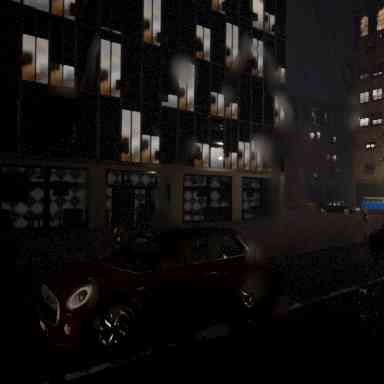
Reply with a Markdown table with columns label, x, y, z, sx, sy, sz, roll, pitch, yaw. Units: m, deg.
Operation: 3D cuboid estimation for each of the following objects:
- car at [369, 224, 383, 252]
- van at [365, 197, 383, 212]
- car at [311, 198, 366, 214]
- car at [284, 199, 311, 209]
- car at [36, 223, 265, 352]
| label | x | y | z | sx | sy | sz | roll | pitch | yaw |
| --- | --- | --- | --- | --- | --- | --- | --- | --- | --- |
| car | 8.468 | 1.567 | 12.588 | 4.313 | 1.339 | 1.947 | 0 | 1 | -35 |
| van | 22.192 | 1.524 | 39.643 | 1.690 | 1.788 | 3.998 | 0 | -1 | -35 |
| car | 15.306 | 1.620 | 34.864 | 2.008 | 1.369 | 4.403 | 0 | -1 | -35 |
| car | 15.762 | 1.787 | 48.896 | 1.752 | 1.417 | 4.829 | 0 | -1 | -35 |
| car | -0.607 | 1.441 | 6.112 | 4.097 | 1.590 | 1.967 | 0 | 1 | -35 |
